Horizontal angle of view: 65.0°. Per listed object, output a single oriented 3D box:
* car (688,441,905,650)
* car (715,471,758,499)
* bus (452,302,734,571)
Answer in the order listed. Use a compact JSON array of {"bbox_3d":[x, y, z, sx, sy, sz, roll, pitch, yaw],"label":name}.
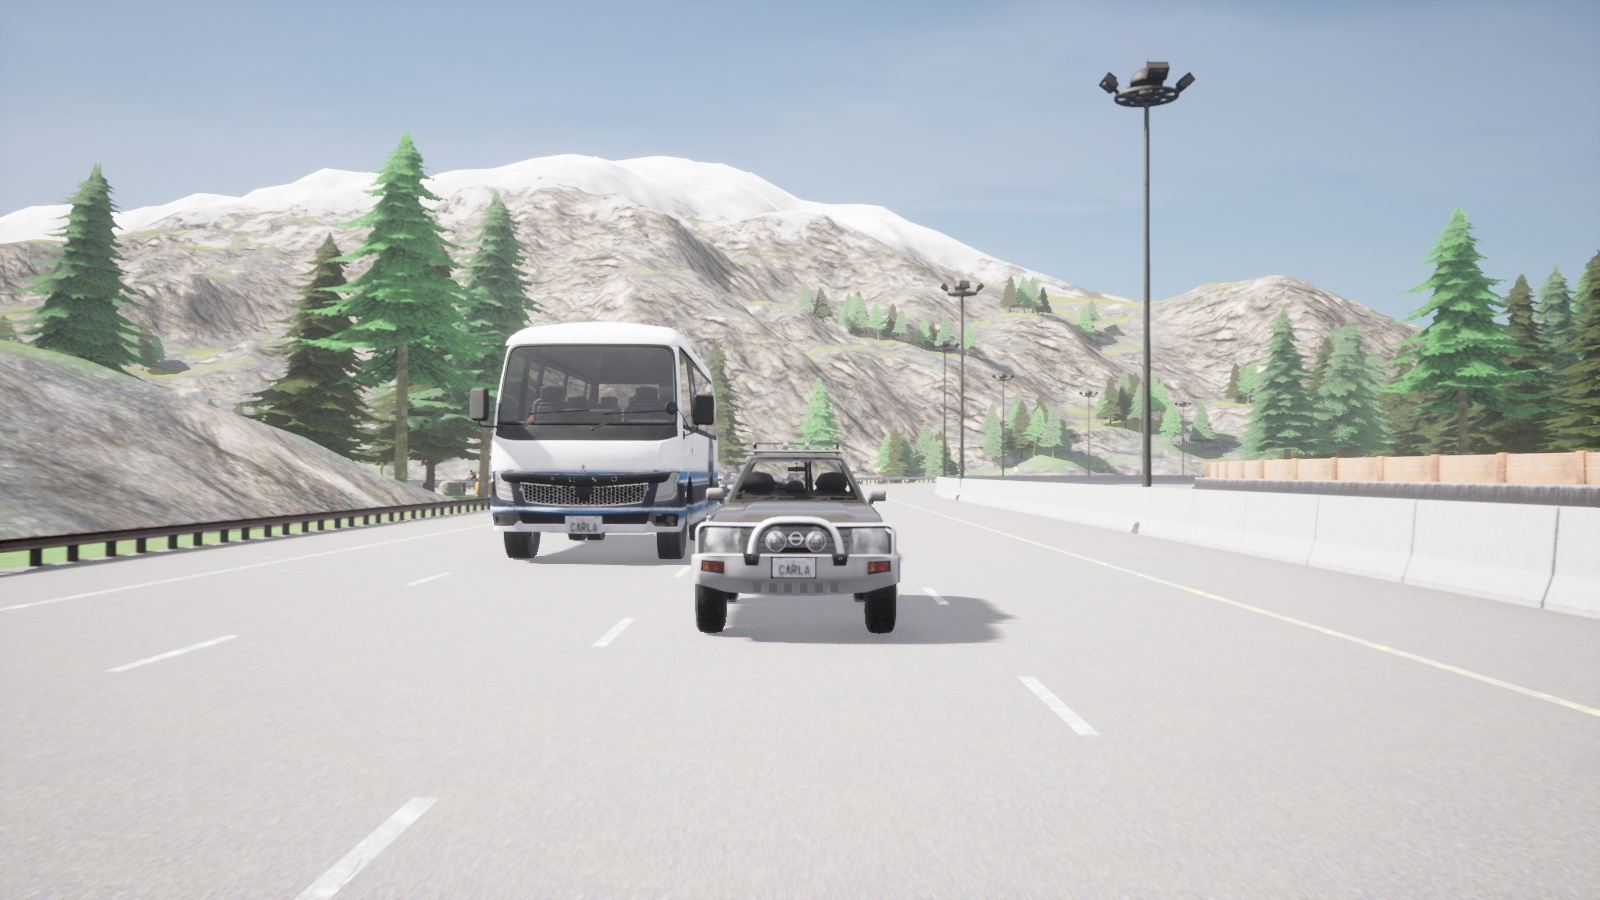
[{"bbox_3d":[-0.034,0.854,13.521,1.932,1.855,4.605,0,0,0],"label":"car"},{"bbox_3d":[-3.613,1.999,72.463,2.128,1.511,4.902,0,-1,2],"label":"car"},{"bbox_3d":[-3.566,-0.128,25.084,3.944,4.253,10.273,0,-1,0],"label":"bus"}]
